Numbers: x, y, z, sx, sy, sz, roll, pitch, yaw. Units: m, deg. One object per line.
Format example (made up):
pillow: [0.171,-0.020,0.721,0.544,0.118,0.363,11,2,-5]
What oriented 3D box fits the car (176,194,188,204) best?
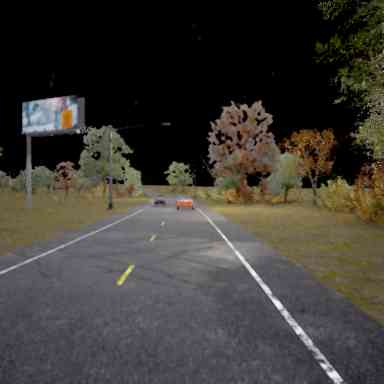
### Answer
car: [-1.956,1.292,62.722,2.097,1.767,4.553,0,0,-4]

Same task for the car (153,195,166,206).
car: [-5.011,1.563,52.376,1.895,1.301,4.718,0,0,-3]

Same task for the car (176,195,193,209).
car: [-0.935,1.323,44.043,2.097,1.767,4.553,0,0,-3]
